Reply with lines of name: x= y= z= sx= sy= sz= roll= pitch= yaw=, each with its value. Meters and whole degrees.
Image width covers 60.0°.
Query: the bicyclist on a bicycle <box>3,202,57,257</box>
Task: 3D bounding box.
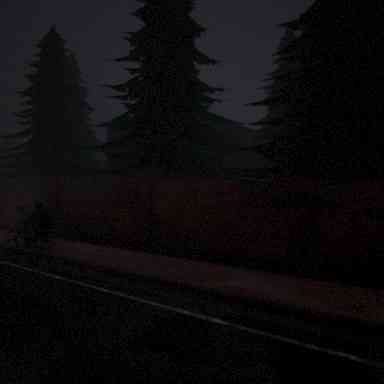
bicyclist on a bicycle: x=-4.893 y=1.098 z=10.434 sx=1.656 sy=1.620 sz=0.582 roll=14 pitch=13 yaw=-47

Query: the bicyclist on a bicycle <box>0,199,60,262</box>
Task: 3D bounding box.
bicyclist on a bicycle: x=-5.391 y=1.205 z=10.980 sx=0.582 sy=1.620 sz=1.656 roll=3 pitch=12 yaw=39
